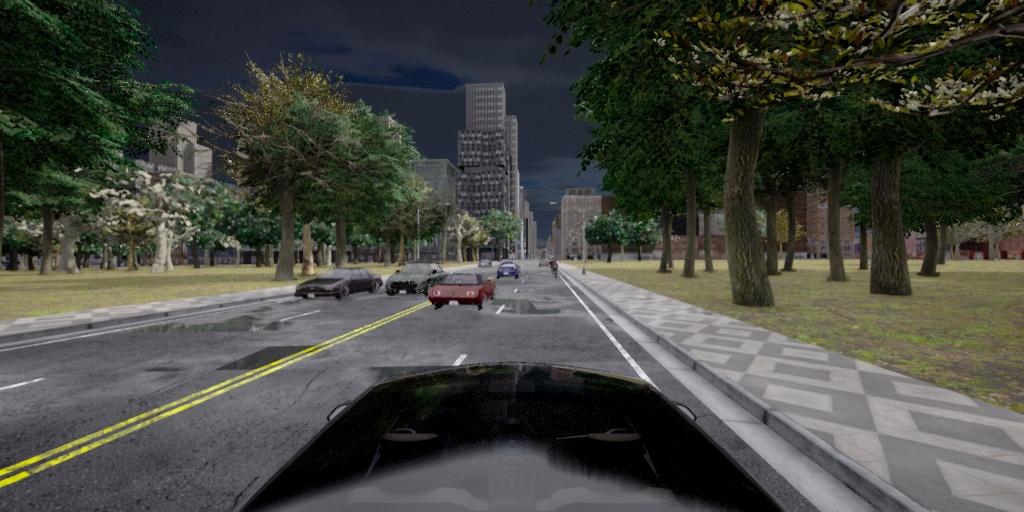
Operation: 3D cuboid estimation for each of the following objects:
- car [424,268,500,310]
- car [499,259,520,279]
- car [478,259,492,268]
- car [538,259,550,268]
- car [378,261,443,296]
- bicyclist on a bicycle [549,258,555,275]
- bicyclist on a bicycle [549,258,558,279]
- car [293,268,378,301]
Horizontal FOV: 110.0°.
[{"bbox_3d":[-1.833,1.349,14.775,1.895,1.301,4.718,0,0,5],"label":"car"},{"bbox_3d":[-0.272,1.284,32.575,1.812,1.442,4.674,0,0,5],"label":"car"},{"bbox_3d":[-4.516,1.306,60.609,2.128,1.511,4.902,0,0,5],"label":"car"},{"bbox_3d":[5.848,1.318,65.148,2.128,1.511,4.902,0,0,5],"label":"car"},{"bbox_3d":[-4.922,1.100,19.046,2.097,1.767,4.553,0,0,5],"label":"car"},{"bbox_3d":[4.358,1.140,39.074,0.659,1.776,1.843,0,0,5],"label":"bicyclist on a bicycle"},{"bbox_3d":[3.466,1.209,28.906,0.582,1.620,1.656,0,0,5],"label":"bicyclist on a bicycle"},{"bbox_3d":[-8.287,1.295,17.838,2.033,1.411,5.357,0,0,5],"label":"car"}]
